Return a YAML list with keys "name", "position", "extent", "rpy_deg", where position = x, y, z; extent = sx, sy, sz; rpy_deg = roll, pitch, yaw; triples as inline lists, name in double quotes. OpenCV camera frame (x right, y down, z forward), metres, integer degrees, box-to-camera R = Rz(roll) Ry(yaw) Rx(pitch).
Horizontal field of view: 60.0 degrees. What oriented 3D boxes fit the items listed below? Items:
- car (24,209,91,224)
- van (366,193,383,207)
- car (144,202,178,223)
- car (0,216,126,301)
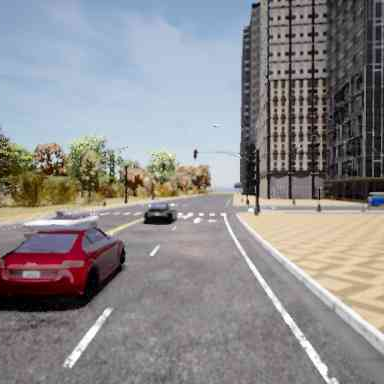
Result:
- name: "car"
  position: [-6.146, 1.520, 16.084]
  extent: [1.895, 1.301, 4.718]
  rpy_deg: [0, 0, 3]
- name: "van"
  position: [24.162, 0.963, 41.775]
  extent: [3.998, 1.788, 1.690]
  rpy_deg: [0, 1, 8]
- name: "car"
  position: [-2.222, 1.450, 24.426]
  extent: [1.994, 1.385, 4.181]
  rpy_deg: [0, 0, 4]
- name: "car"
  position: [-2.994, 1.522, 8.305]
  extent: [1.994, 1.385, 4.181]
  rpy_deg: [0, 0, 1]
